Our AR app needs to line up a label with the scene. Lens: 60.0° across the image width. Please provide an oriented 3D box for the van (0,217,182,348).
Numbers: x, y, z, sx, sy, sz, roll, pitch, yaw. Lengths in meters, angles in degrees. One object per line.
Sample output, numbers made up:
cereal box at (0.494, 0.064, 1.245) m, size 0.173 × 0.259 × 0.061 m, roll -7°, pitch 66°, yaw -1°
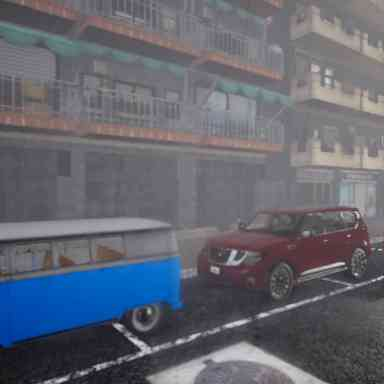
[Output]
van at (-2.077, 1.336, 5.079) m, size 3.998 × 1.788 × 1.690 m, roll 0°, pitch 0°, yaw -35°

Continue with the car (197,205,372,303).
car at (2.530, 1.291, 8.366) m, size 5.009 × 1.841 × 2.192 m, roll 0°, pitch 0°, yaw -35°
